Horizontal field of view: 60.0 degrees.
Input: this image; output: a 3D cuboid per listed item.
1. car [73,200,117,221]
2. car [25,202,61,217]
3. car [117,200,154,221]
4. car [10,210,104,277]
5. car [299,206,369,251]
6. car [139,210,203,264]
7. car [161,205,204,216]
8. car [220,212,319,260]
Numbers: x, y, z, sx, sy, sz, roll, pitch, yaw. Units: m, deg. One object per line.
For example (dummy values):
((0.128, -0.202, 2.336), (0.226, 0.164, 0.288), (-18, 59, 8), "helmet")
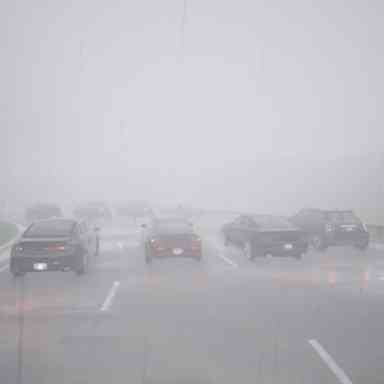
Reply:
((-8.577, 1.499, 28.315), (2.097, 1.767, 4.553), (0, 0, -37), "car")
((-12.287, 1.634, 27.386), (1.837, 1.490, 4.892), (1, -1, -41), "car")
((-5.196, 1.518, 29.643), (2.097, 1.767, 4.553), (0, 0, -36), "car")
((-4.080, 1.559, 10.496), (1.837, 1.490, 4.892), (0, 0, -9), "car")
((5.621, 1.467, 14.976), (2.097, 1.767, 4.553), (0, 0, -13), "car")
((-0.854, 1.598, 12.148), (1.812, 1.442, 4.674), (0, 0, -11), "car")
((-0.978, 1.782, 29.841), (1.895, 1.301, 4.718), (0, 0, -33), "car")
((2.556, 1.566, 12.903), (1.882, 1.535, 5.008), (0, 0, -11), "car")
